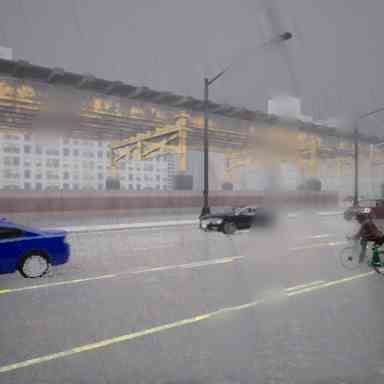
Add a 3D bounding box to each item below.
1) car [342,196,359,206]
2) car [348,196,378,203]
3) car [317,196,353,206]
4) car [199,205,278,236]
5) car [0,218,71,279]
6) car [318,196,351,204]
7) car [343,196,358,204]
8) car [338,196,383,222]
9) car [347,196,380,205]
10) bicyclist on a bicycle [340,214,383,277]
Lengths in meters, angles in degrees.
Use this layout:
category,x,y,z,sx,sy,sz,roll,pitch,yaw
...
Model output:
category,x,y,z,sx,sy,sz,roll,pitch,yaw
car,26.764,1.453,56.179,2.038,1.542,4.974,0,0,19
car,30.703,1.295,59.847,4.536,1.218,1.853,0,0,-6
car,22.962,1.453,53.575,4.974,1.542,2.038,0,0,9
car,2.649,1.491,18.476,4.902,1.511,2.128,0,0,-34
car,-5.754,1.478,8.517,5.008,1.535,1.882,0,0,-34
car,22.910,1.295,53.583,4.536,1.218,1.853,0,0,9
car,26.781,1.295,56.228,1.853,1.218,4.536,0,0,19
car,13.930,1.352,26.042,4.553,1.767,2.097,0,0,-34
car,30.754,1.453,59.853,4.974,1.542,2.038,0,0,-6
bicyclist on a bicycle,4.825,1.453,9.160,0.582,1.620,1.656,0,-1,-34
